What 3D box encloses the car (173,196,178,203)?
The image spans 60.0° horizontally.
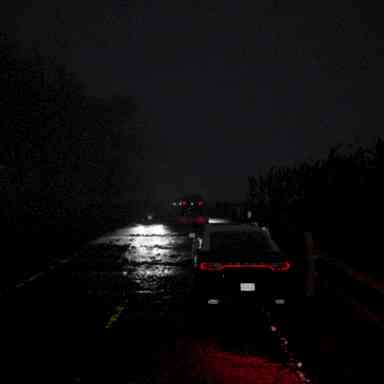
[{"bbox_3d":[-2.842,1.543,68.149,2.033,1.411,5.357,0,0,0],"label":"car"}]

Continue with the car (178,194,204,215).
[{"bbox_3d":[0.017,1.217,33.750,2.150,2.045,5.566,0,0,0],"label":"car"}]

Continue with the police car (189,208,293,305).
[{"bbox_3d":[0.950,1.423,8.281,1.930,1.638,5.238,0,0,0],"label":"police car"}]

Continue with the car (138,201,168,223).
[{"bbox_3d":[-2.886,1.487,25.208,2.128,1.511,4.902,0,0,0],"label":"car"}]
